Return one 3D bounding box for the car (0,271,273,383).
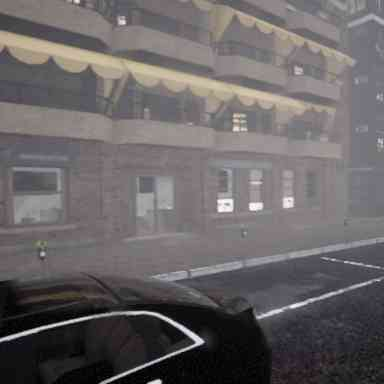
[{"bbox_3d":[-1.540,1.499,2.274,4.892,1.490,1.837,-2,1,-35],"label":"car"}]
